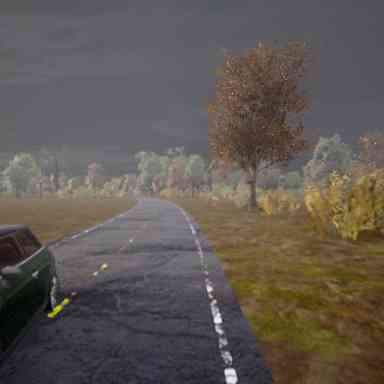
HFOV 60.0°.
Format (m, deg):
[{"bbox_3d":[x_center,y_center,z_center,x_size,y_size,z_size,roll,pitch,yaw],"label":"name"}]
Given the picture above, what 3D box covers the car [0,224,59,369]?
[{"bbox_3d":[-3.343,1.343,4.514,2.097,1.767,4.553,0,0,-10],"label":"car"}]
